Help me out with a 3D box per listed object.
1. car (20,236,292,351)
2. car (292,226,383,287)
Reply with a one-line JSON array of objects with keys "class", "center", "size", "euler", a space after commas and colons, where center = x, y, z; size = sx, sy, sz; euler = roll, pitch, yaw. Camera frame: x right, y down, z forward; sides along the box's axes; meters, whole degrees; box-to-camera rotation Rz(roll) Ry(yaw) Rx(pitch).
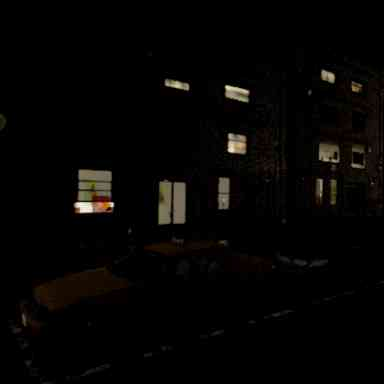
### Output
[{"class": "car", "center": [-0.462, 1.558, 6.219], "size": [4.829, 1.417, 1.752], "euler": [1, 0, -35]}, {"class": "car", "center": [4.181, 1.675, 9.530], "size": [4.206, 1.307, 1.802], "euler": [1, 0, -35]}]
